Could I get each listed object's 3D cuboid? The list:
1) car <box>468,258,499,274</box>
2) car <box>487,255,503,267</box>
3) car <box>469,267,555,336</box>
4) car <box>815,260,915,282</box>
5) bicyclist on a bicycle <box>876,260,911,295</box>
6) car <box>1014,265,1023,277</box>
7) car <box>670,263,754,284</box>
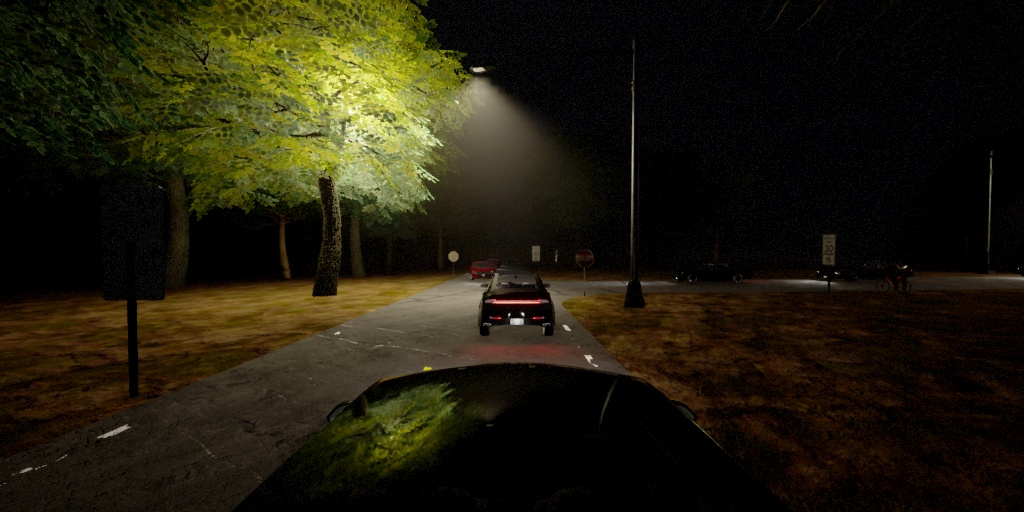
[{"bbox_3d":[-2.538,1.183,29.415,1.882,1.535,5.008,0,0,-9],"label":"car"},{"bbox_3d":[-2.965,0.816,56.046,2.150,2.045,5.566,0,1,1],"label":"car"},{"bbox_3d":[0.113,1.235,10.360,2.128,1.511,4.902,0,0,0],"label":"car"},{"bbox_3d":[23.525,0.957,23.964,5.357,1.411,2.033,-1,1,-2],"label":"car"},{"bbox_3d":[18.570,1.038,17.492,0.582,1.620,1.656,-1,0,0],"label":"bicyclist on a bicycle"},{"bbox_3d":[38.331,0.837,24.875,5.357,1.411,2.033,0,1,-6],"label":"car"},{"bbox_3d":[13.274,1.141,24.065,4.718,1.301,1.895,-1,1,2],"label":"car"}]
